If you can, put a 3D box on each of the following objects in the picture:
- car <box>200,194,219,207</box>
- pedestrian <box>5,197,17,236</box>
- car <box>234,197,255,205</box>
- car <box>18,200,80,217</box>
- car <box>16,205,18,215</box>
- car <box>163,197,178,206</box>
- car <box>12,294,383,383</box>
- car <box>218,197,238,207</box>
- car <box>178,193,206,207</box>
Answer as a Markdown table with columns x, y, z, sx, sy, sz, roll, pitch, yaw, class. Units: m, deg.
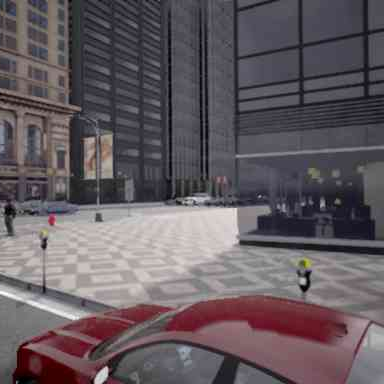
| x | y | z | sx | sy | sz | roll | pitch | yaw | class |
| --- | --- | --- | --- | --- | --- | --- | --- | --- | --- |
| 4.006 | 1.529 | 52.465 | 2.033 | 1.411 | 5.357 | -1 | 0 | 36 | car |
| -8.501 | 1.130 | 15.597 | 0.375 | 1.860 | 0.375 | -1 | -1 | 35 | pedestrian |
| 9.529 | 1.571 | 60.340 | 1.895 | 1.301 | 4.718 | -1 | 0 | 35 | car |
| -13.899 | 1.626 | 33.136 | 2.033 | 1.411 | 5.357 | -1 | 0 | 35 | car |
| -16.635 | 1.607 | 34.894 | 2.128 | 1.511 | 4.902 | -1 | 0 | 35 | car |
| -2.671 | 1.569 | 54.485 | 1.837 | 1.490 | 4.892 | -1 | -1 | 36 | car |
| 0.343 | 1.549 | 2.607 | 4.507 | 1.381 | 1.887 | 0 | -1 | 35 | car |
| 6.415 | 1.546 | 50.247 | 1.895 | 1.301 | 4.718 | -1 | 0 | 36 | car |
| 0.704 | 1.245 | 53.615 | 2.150 | 2.045 | 5.566 | -1 | -1 | 36 | car |
